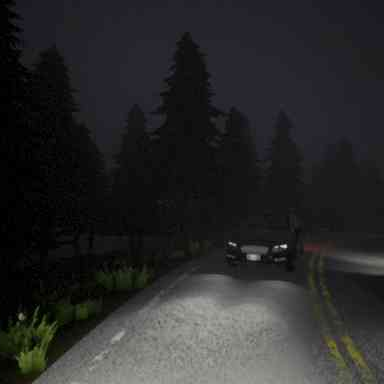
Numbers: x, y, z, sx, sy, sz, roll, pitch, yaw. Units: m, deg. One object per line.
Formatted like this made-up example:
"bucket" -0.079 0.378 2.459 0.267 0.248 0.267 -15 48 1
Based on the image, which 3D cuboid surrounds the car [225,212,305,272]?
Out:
"car" 2.504 1.403 10.640 2.128 1.511 4.902 -1 -1 23
